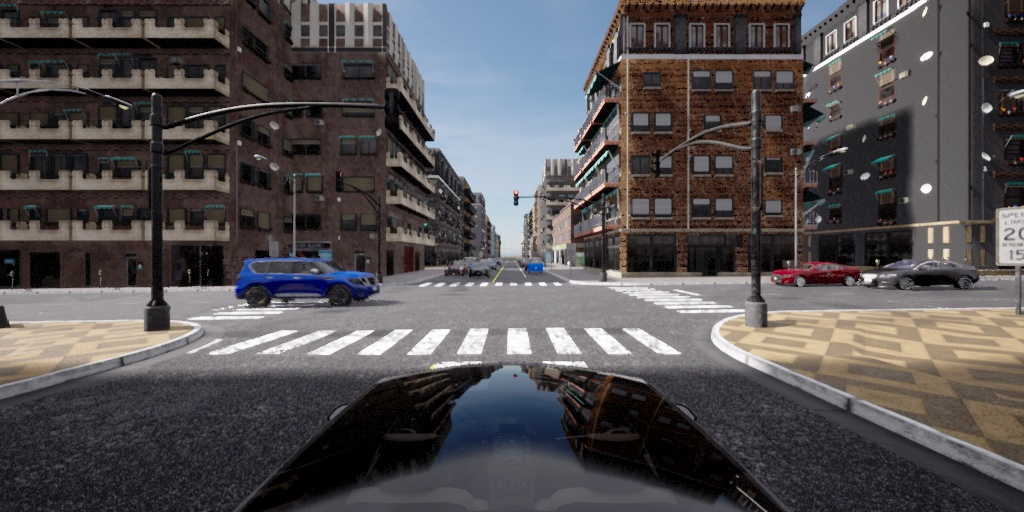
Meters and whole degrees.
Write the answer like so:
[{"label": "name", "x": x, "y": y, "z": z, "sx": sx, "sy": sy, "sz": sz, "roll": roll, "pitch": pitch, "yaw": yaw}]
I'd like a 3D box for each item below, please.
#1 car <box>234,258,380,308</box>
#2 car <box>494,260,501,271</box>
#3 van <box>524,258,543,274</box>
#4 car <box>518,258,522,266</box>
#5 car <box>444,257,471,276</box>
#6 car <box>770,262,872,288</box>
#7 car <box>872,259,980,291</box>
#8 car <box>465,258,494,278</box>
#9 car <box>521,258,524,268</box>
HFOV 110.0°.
[{"label": "car", "x": -8.699, "y": 1.087, "z": 15.434, "sx": 5.566, "sy": 2.045, "sz": 2.150, "roll": -1, "pitch": 0, "yaw": 0}, {"label": "car", "x": -2.967, "y": 1.275, "z": 48.964, "sx": 2.033, "sy": 1.411, "sz": 5.357, "roll": 0, "pitch": 0, "yaw": 0}, {"label": "van", "x": 2.592, "y": 1.073, "z": 40.870, "sx": 1.690, "sy": 1.789, "sz": 3.998, "roll": 0, "pitch": 0, "yaw": 0}, {"label": "car", "x": 2.419, "y": 1.289, "z": 58.236, "sx": 1.948, "sy": 1.339, "sz": 4.313, "roll": 0, "pitch": 0, "yaw": 0}, {"label": "car", "x": -5.534, "y": 1.175, "z": 35.889, "sx": 1.967, "sy": 1.591, "sz": 4.097, "roll": 0, "pitch": 0, "yaw": 0}, {"label": "car", "x": 17.550, "y": 1.029, "z": 20.827, "sx": 4.507, "sy": 1.381, "sz": 1.888, "roll": 0, "pitch": 0, "yaw": 0}, {"label": "car", "x": 20.706, "y": 0.934, "z": 18.372, "sx": 4.902, "sy": 1.511, "sz": 2.128, "roll": -1, "pitch": 0, "yaw": 0}, {"label": "car", "x": -2.929, "y": 1.239, "z": 33.274, "sx": 1.837, "sy": 1.490, "sz": 4.892, "roll": 0, "pitch": 1, "yaw": 0}, {"label": "car", "x": 2.541, "y": 1.274, "z": 47.074, "sx": 1.888, "sy": 1.381, "sz": 4.507, "roll": 0, "pitch": 0, "yaw": 0}]
